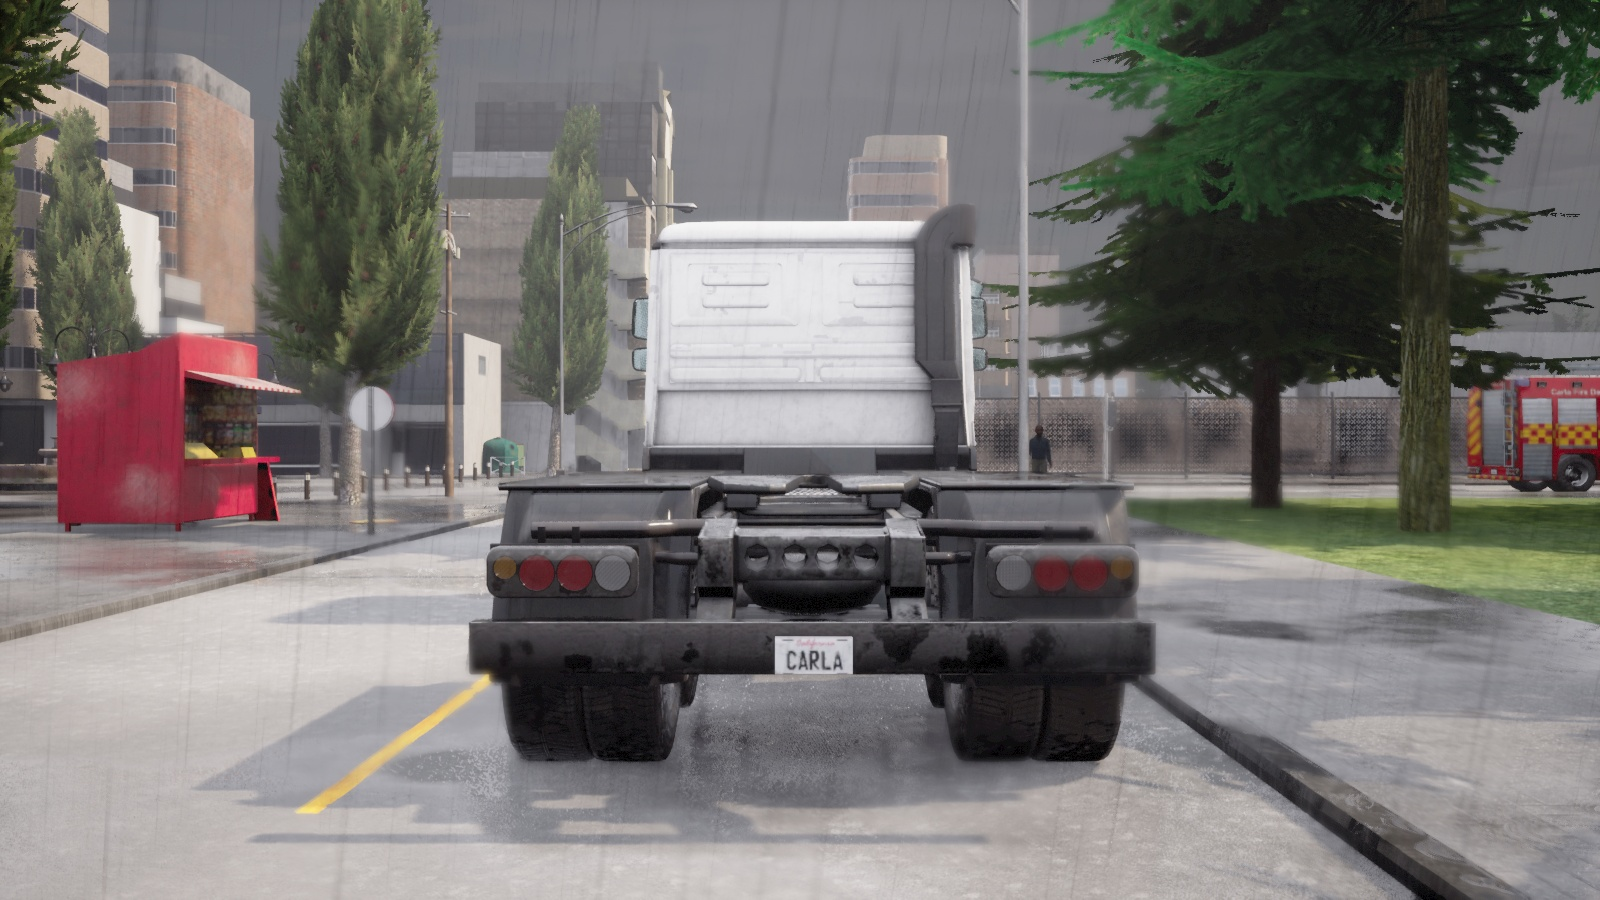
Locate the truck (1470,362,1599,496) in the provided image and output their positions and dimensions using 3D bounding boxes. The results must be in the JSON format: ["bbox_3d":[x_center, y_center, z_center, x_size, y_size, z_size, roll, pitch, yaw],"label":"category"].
[{"bbox_3d":[24.945,-0.609,37.322,8.468,3.827,2.891,0,0,0],"label":"truck"}]

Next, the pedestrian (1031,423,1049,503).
[{"bbox_3d":[5.543,0.297,29.040,0.370,1.835,0.726,0,0,8],"label":"pedestrian"}]

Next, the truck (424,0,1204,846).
[{"bbox_3d":[0.072,-0.284,8.629,2.891,3.462,7.936,0,0,0],"label":"truck"}]
